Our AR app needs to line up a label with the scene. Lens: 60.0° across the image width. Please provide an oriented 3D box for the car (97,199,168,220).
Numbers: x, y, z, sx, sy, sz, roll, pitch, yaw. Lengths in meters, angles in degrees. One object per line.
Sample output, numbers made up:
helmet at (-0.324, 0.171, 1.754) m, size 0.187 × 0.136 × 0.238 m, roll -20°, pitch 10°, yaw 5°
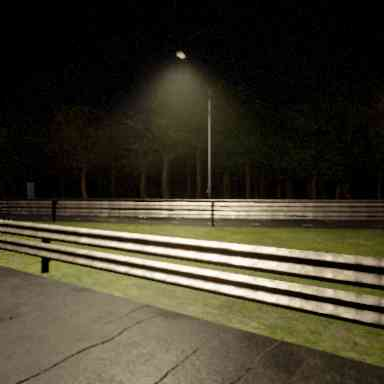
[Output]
car at (-4.358, 1.250, 24.274) m, size 5.357 × 1.411 × 2.033 m, roll 0°, pitch 0°, yaw 19°
